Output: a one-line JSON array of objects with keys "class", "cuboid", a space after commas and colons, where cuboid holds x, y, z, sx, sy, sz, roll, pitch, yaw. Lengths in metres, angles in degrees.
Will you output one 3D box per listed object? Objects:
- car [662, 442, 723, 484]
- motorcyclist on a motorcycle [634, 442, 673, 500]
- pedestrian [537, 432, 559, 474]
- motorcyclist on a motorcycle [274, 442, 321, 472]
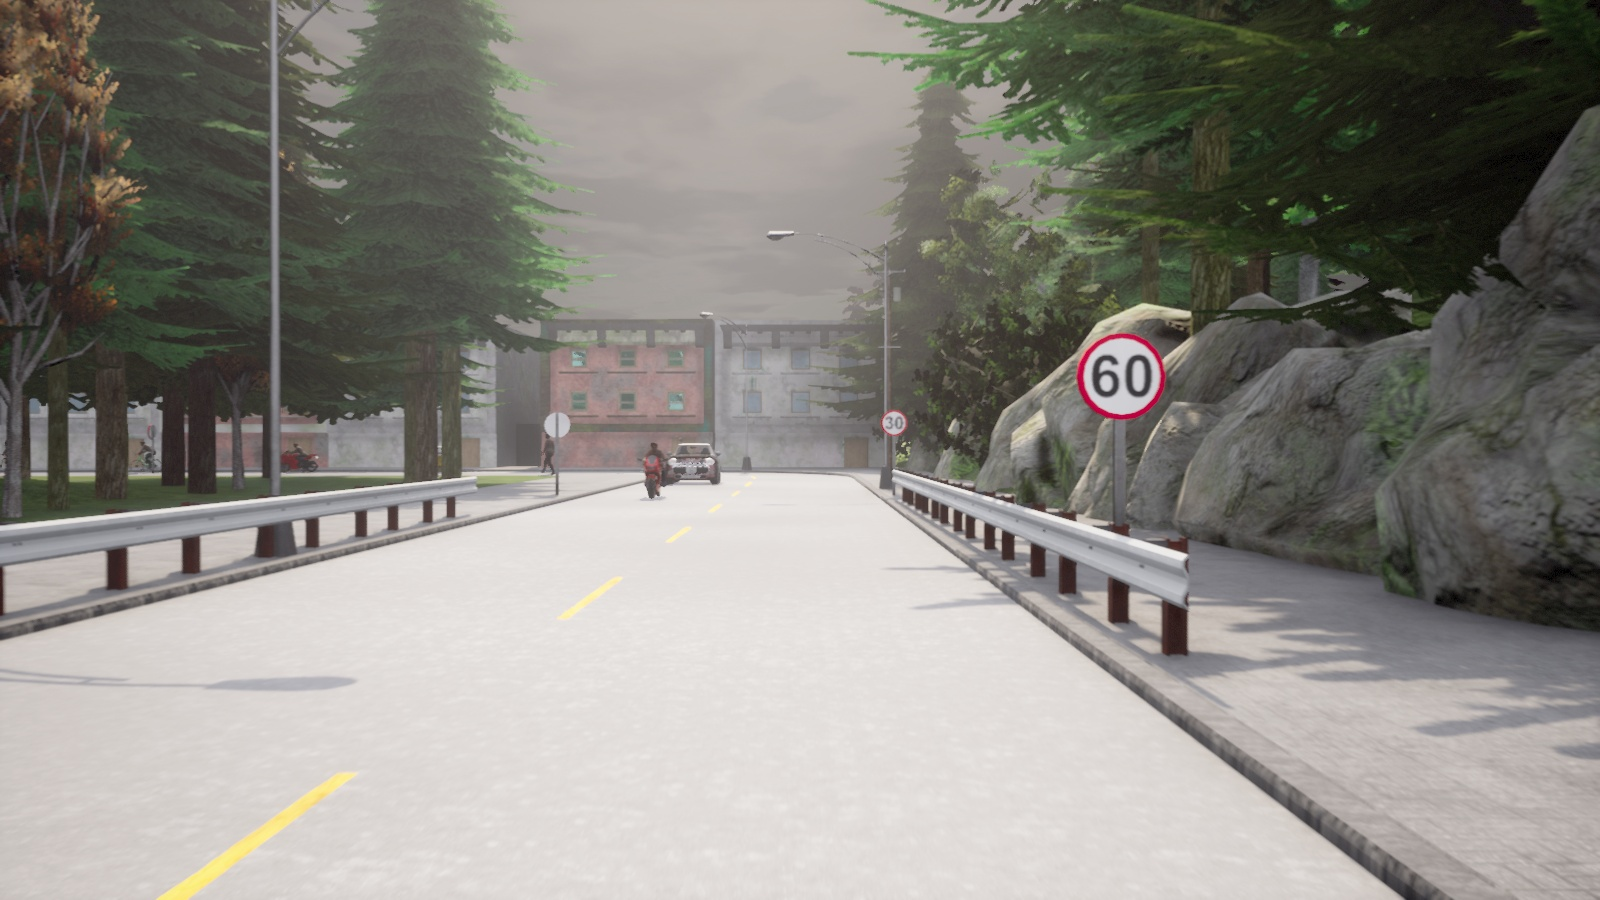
[{"class": "car", "cuboid": [-3.897, 0.449, 46.043, 1.970, 1.475, 3.806, 0, 0, -1]}, {"class": "motorcyclist on a motorcycle", "cuboid": [-3.906, 0.536, 33.573, 0.797, 1.523, 2.044, 0, 0, 0]}, {"class": "pedestrian", "cuboid": [-10.869, 0.142, 54.174, 0.869, 1.805, 0.328, 0, 0, 22]}, {"class": "motorcyclist on a motorcycle", "cuboid": [-25.454, 0.350, 63.603, 2.044, 1.523, 0.797, 0, 0, 0]}]
